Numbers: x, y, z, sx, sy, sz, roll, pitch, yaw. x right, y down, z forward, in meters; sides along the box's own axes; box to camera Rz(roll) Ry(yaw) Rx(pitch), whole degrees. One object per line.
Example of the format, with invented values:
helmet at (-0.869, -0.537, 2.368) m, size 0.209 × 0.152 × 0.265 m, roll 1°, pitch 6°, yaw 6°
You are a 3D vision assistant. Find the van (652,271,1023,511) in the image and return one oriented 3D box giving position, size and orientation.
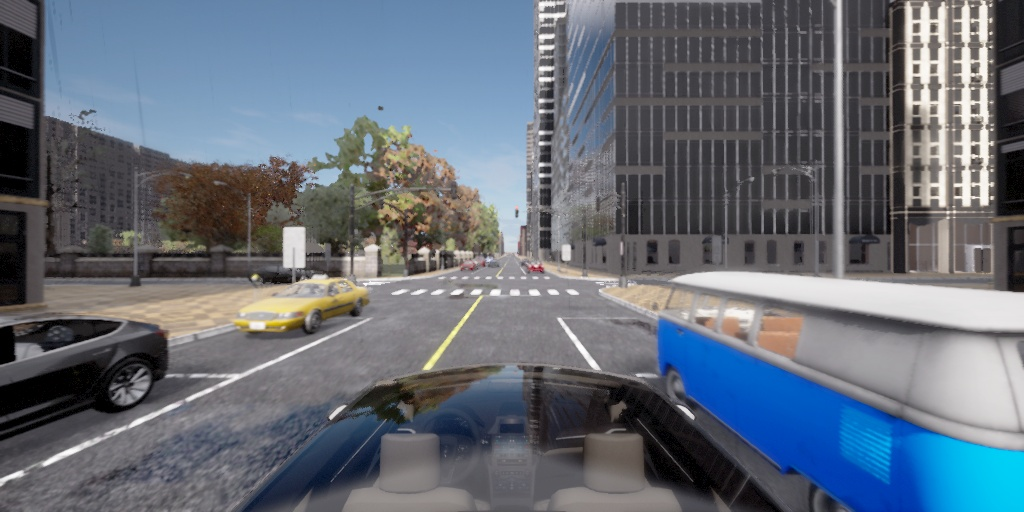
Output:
van at (2.770, 1.091, 3.385) m, size 1.690 × 1.789 × 3.998 m, roll 0°, pitch 0°, yaw 0°

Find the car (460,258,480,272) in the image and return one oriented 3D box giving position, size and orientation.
car at (-5.703, 1.292, 47.186) m, size 1.888 × 1.381 × 4.507 m, roll 0°, pitch 0°, yaw 0°

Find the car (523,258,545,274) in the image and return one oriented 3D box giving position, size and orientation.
car at (2.679, 1.187, 41.510) m, size 1.967 × 1.591 × 4.097 m, roll 0°, pitch 0°, yaw 0°

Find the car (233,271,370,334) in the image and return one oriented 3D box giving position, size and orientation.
car at (-5.823, 1.275, 10.615) m, size 1.751 × 1.417 × 4.829 m, roll 0°, pitch 0°, yaw 0°

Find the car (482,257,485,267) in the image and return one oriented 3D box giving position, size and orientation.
car at (-5.708, 1.059, 64.235) m, size 2.192 × 1.841 × 5.009 m, roll 0°, pitch 0°, yaw 0°

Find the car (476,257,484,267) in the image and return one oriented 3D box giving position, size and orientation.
car at (-5.705, 1.297, 52.869) m, size 2.007 × 1.370 × 4.403 m, roll 0°, pitch 0°, yaw 0°

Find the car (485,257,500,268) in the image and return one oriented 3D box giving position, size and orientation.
car at (-3.060, 1.309, 60.809) m, size 1.994 × 1.385 × 4.181 m, roll 0°, pitch 0°, yaw 1°

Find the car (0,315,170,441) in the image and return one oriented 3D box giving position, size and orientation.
car at (-5.773, 1.316, 3.381) m, size 1.948 × 1.339 × 4.313 m, roll 0°, pitch 0°, yaw 0°

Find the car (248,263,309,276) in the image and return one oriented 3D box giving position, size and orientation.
car at (-15.605, 1.300, 25.091) m, size 5.008 × 1.535 × 1.882 m, roll 1°, pitch 0°, yaw 1°
